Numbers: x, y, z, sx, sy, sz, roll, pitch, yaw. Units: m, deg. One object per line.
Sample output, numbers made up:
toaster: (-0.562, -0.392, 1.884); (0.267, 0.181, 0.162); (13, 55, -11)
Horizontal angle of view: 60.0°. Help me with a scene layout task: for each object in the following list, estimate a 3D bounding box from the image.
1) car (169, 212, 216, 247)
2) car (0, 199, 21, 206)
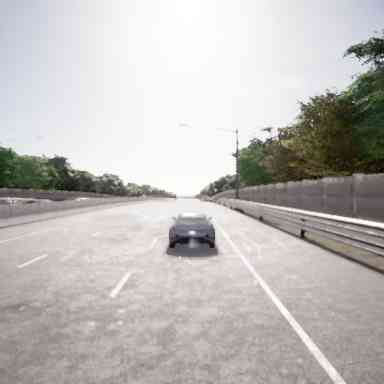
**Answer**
car: (0.008, 1.600, 15.242); (1.994, 1.385, 4.181); (0, 0, 0)
car: (-17.488, 1.413, 30.582); (2.097, 1.767, 4.553); (0, 0, 0)
